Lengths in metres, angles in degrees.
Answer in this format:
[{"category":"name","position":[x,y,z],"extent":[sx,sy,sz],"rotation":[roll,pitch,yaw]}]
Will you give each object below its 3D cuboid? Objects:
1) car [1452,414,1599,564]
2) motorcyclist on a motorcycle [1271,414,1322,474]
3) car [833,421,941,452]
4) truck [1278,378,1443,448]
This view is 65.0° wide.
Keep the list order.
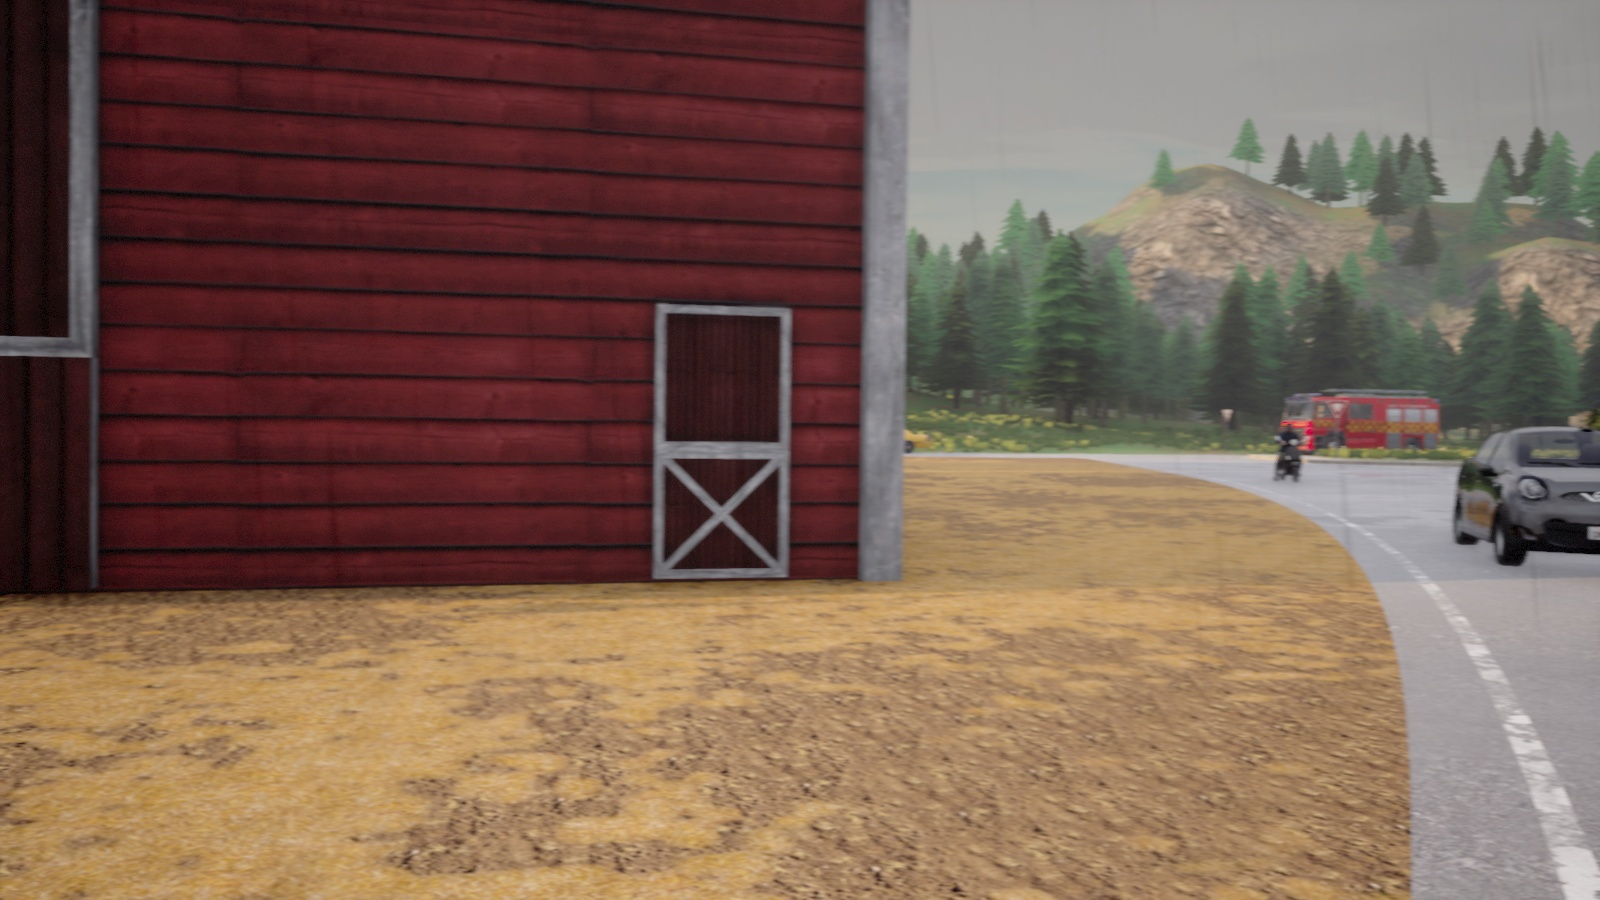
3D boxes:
[{"category":"car","position":[8.721,0.352,14.221],"extent":[1.845,1.501,3.633],"rotation":[0,1,19]},{"category":"motorcyclist on a motorcycle","position":[13.396,-0.180,33.945],"extent":[0.866,1.590,1.817],"rotation":[0,1,7]},{"category":"car","position":[4.530,-0.728,65.540],"extent":[5.366,1.575,1.801],"rotation":[0,1,-13]},{"category":"truck","position":[31.831,-2.100,71.373],"extent":[8.468,3.827,2.891],"rotation":[-1,1,-12]}]
